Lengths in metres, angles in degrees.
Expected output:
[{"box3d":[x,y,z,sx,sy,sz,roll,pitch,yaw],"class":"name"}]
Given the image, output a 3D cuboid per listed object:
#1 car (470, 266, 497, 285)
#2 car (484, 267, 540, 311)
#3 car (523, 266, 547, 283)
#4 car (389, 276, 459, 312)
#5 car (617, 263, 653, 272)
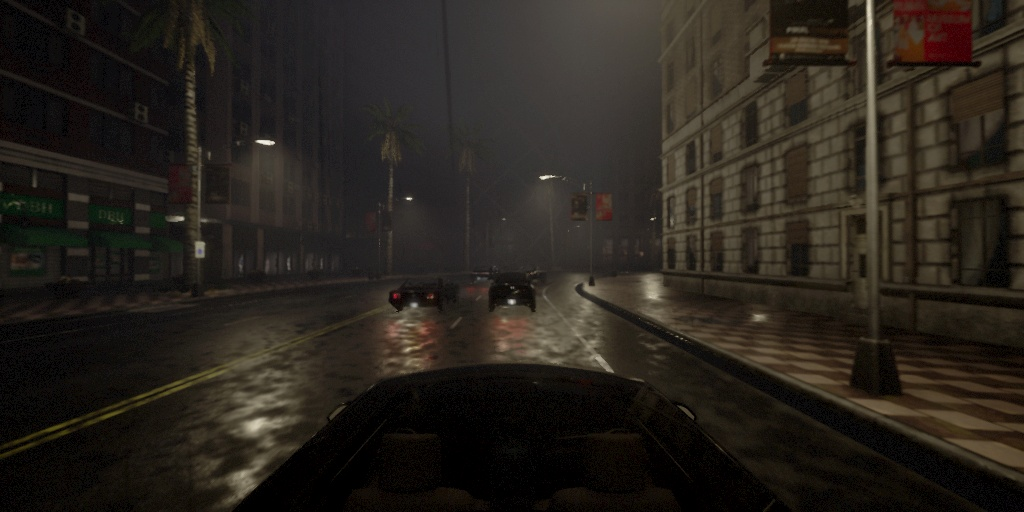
[{"box3d":[-1.832,1.553,29.766,2.128,1.511,4.902,0,-1,16],"class":"car"},{"box3d":[0.059,1.408,15.327,1.837,1.490,4.892,0,0,1],"class":"car"},{"box3d":[1.584,1.545,28.993,2.128,1.511,4.902,0,-1,16],"class":"car"},{"box3d":[-3.451,1.499,15.080,1.895,1.301,4.718,0,-1,1],"class":"car"},{"box3d":[20.908,1.943,59.985,5.357,1.411,2.033,0,-1,-19],"class":"car"}]
